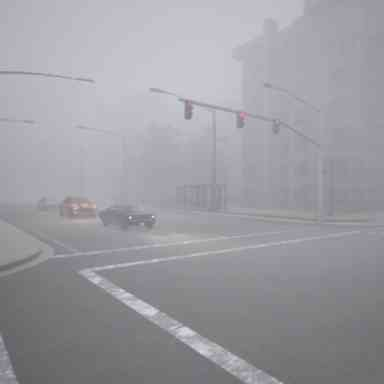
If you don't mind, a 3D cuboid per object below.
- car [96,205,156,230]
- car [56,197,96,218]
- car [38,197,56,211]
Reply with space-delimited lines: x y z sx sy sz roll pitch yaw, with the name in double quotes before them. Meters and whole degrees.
"car" -4.108 1.504 20.805 1.895 1.301 4.718 0 0 -36
"car" -9.892 1.202 28.815 2.097 1.767 4.553 0 0 -36
"car" -15.816 1.321 37.044 1.812 1.442 4.674 0 0 -36
